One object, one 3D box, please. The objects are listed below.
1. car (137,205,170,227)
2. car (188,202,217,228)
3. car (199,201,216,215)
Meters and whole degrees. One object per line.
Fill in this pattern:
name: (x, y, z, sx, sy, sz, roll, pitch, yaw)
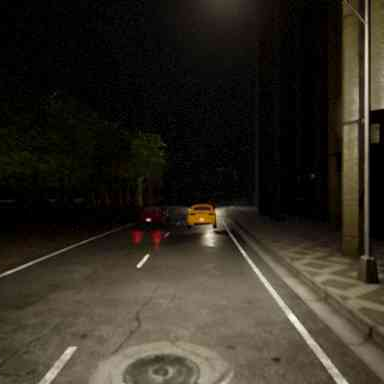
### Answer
car: (-2.727, 1.691, 24.063, 1.812, 1.442, 4.674, 0, -1, 3)
car: (0.740, 1.638, 23.443, 1.882, 1.535, 5.008, 0, -1, 3)
car: (2.009, 1.985, 41.867, 1.882, 1.535, 5.008, 0, -1, 5)
